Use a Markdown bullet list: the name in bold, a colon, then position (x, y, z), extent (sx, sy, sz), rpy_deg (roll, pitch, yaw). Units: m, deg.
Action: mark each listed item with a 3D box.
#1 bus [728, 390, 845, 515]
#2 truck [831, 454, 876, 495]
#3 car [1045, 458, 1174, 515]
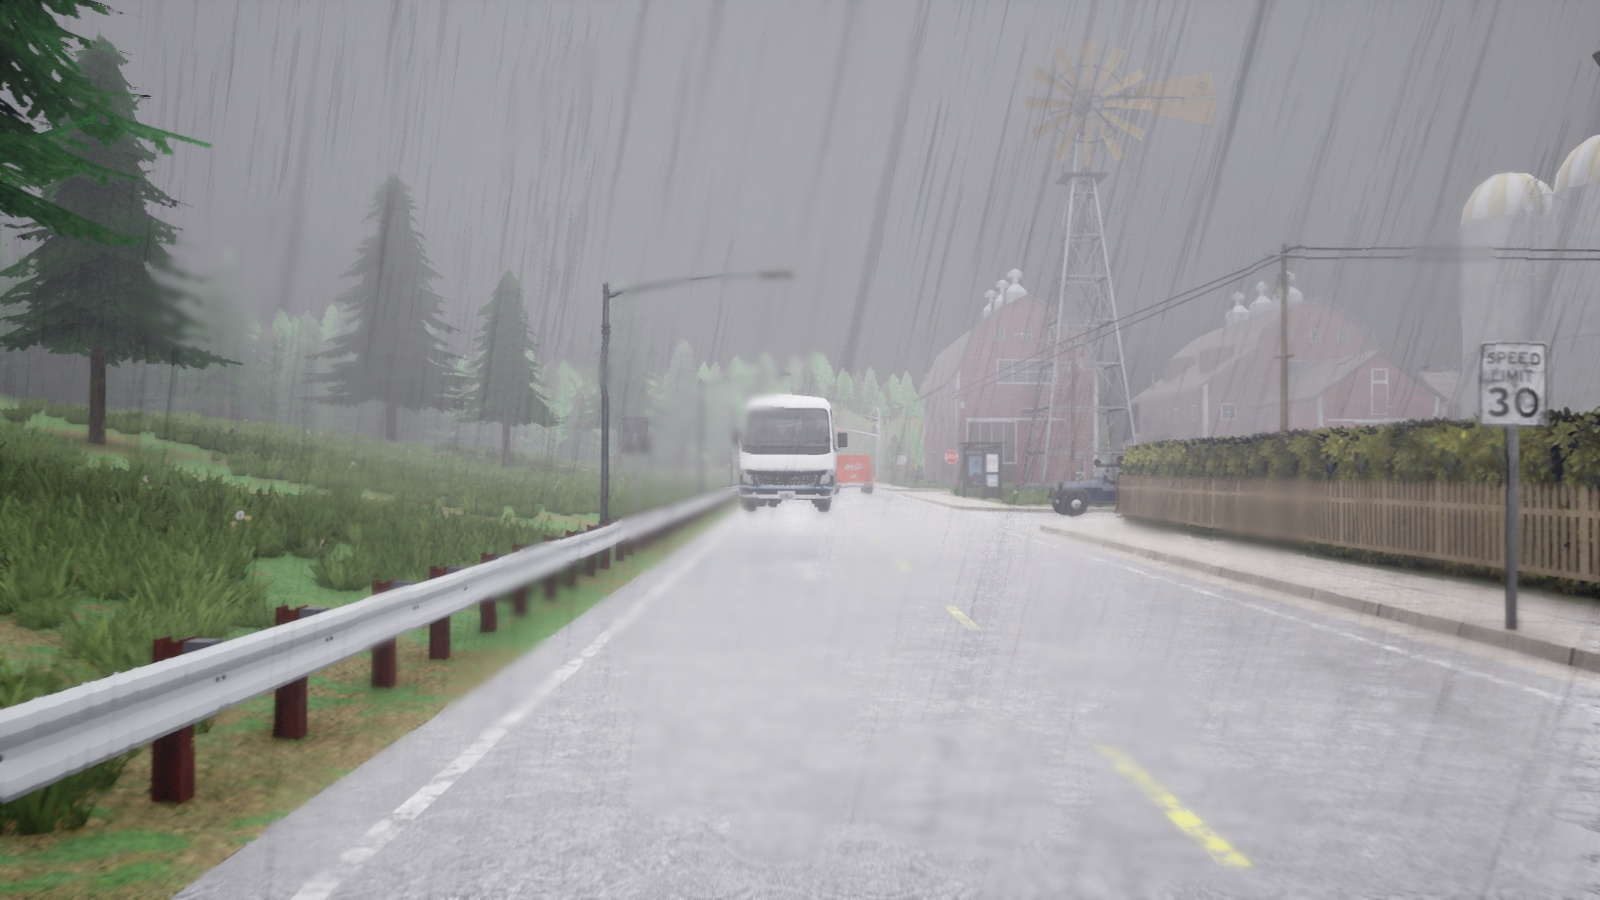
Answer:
- **bus**: position (-0.275, 0.168, 48.102), extent (3.944, 4.253, 10.273), rpy_deg (0, -1, 2)
- **truck**: position (3.312, 1.511, 78.837), extent (2.627, 2.467, 5.204), rpy_deg (0, -1, 0)
- **car**: position (10.454, 1.214, 42.633), extent (3.866, 1.878, 1.905), rpy_deg (0, -1, -1)
